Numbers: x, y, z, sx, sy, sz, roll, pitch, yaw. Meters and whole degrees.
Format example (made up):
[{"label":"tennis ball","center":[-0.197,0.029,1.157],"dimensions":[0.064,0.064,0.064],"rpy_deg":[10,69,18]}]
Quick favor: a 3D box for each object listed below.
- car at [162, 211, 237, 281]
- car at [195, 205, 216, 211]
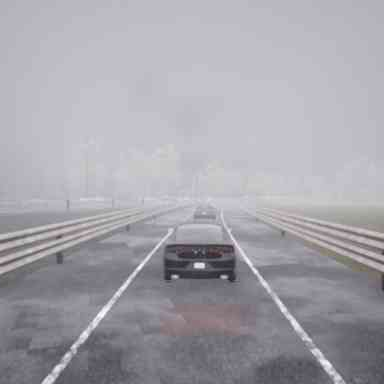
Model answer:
[{"label":"car","center":[0.240,1.573,10.209],"dimensions":[1.882,1.535,5.008],"rpy_deg":[0,0,2]},{"label":"car","center":[1.220,1.849,30.813],"dimensions":[1.994,1.385,4.181],"rpy_deg":[0,-1,4]}]
